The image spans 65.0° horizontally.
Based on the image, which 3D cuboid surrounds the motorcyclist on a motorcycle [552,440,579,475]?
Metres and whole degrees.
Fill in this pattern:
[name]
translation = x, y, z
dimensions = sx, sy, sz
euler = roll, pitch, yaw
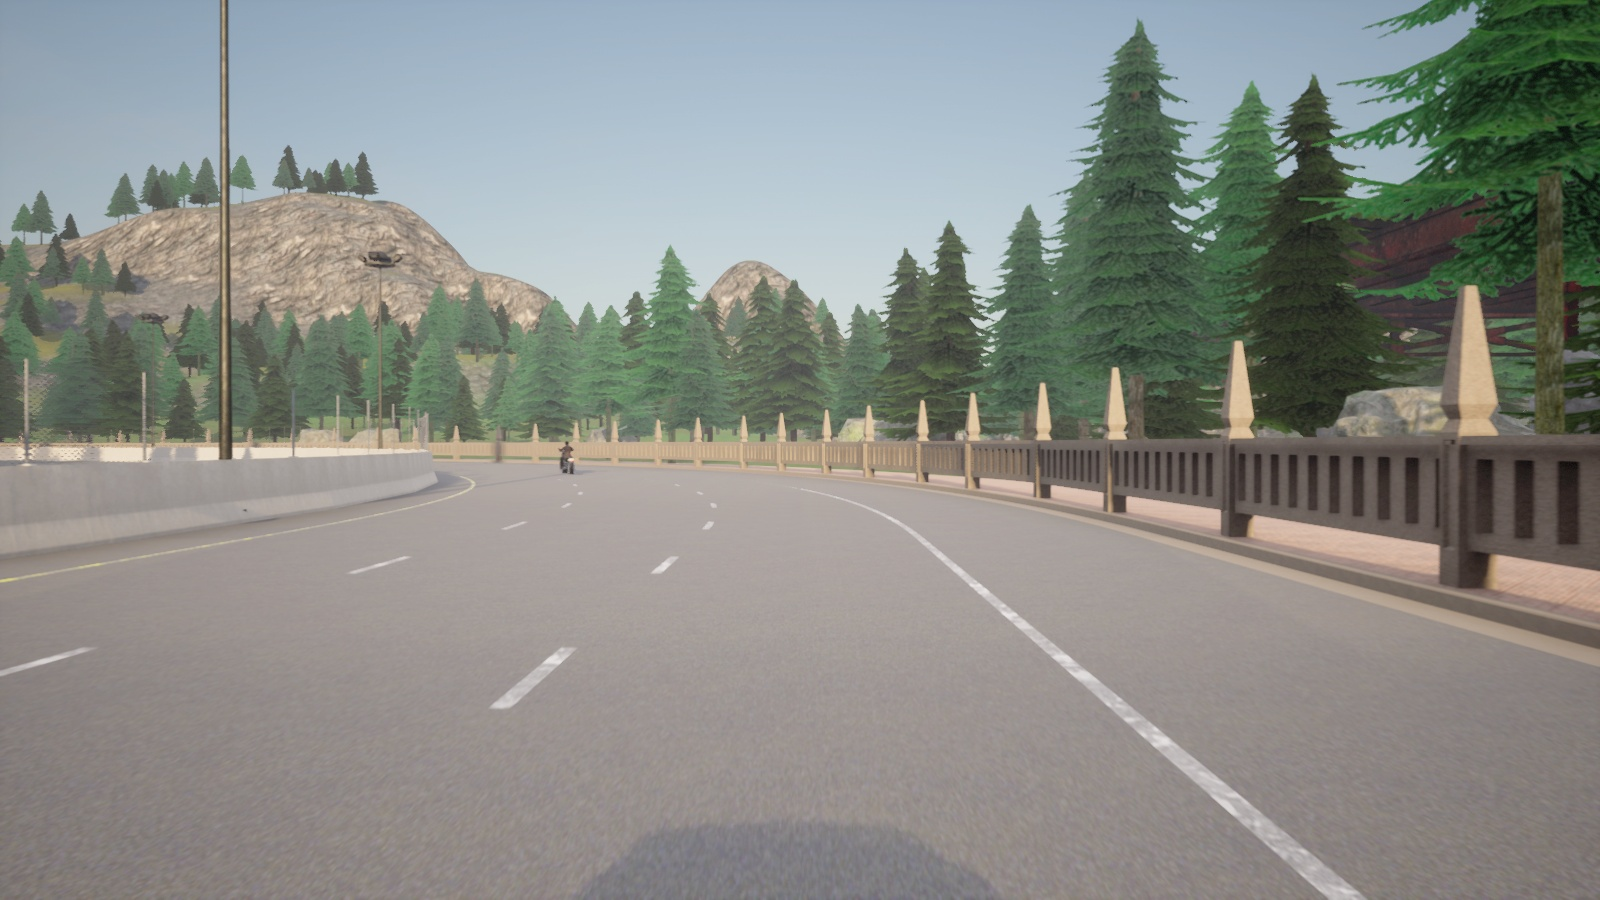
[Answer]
[motorcyclist on a motorcycle]
translation = -11.308, 0.346, 60.538
dimensions = 0.766, 1.649, 2.350
euler = -1, 1, -22
